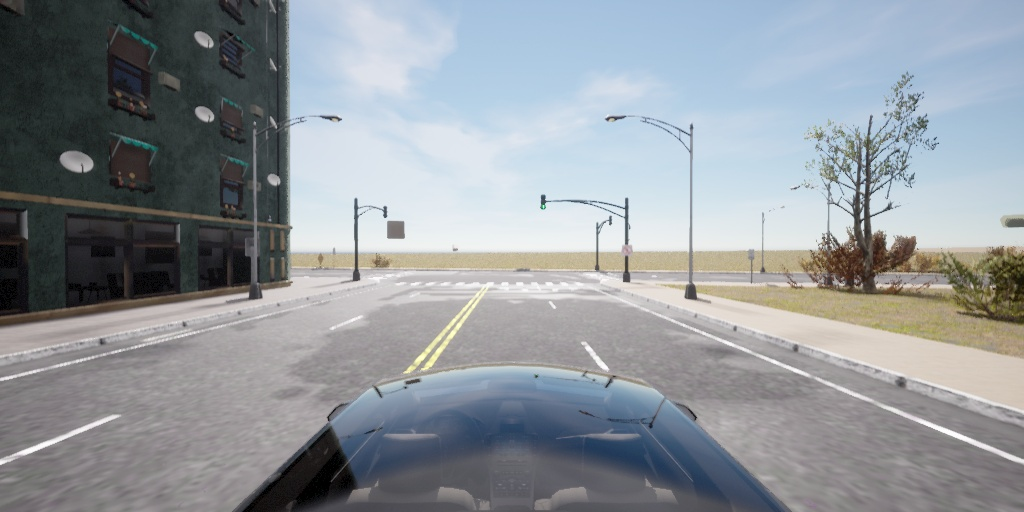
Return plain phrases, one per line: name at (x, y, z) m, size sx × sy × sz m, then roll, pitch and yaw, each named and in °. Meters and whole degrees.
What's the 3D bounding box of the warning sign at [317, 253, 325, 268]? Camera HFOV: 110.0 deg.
warning sign at (-23.468, 0.561, 43.935) m, size 1.060 × 1.860 × 1.300 m, roll 0°, pitch 0°, yaw 1°
